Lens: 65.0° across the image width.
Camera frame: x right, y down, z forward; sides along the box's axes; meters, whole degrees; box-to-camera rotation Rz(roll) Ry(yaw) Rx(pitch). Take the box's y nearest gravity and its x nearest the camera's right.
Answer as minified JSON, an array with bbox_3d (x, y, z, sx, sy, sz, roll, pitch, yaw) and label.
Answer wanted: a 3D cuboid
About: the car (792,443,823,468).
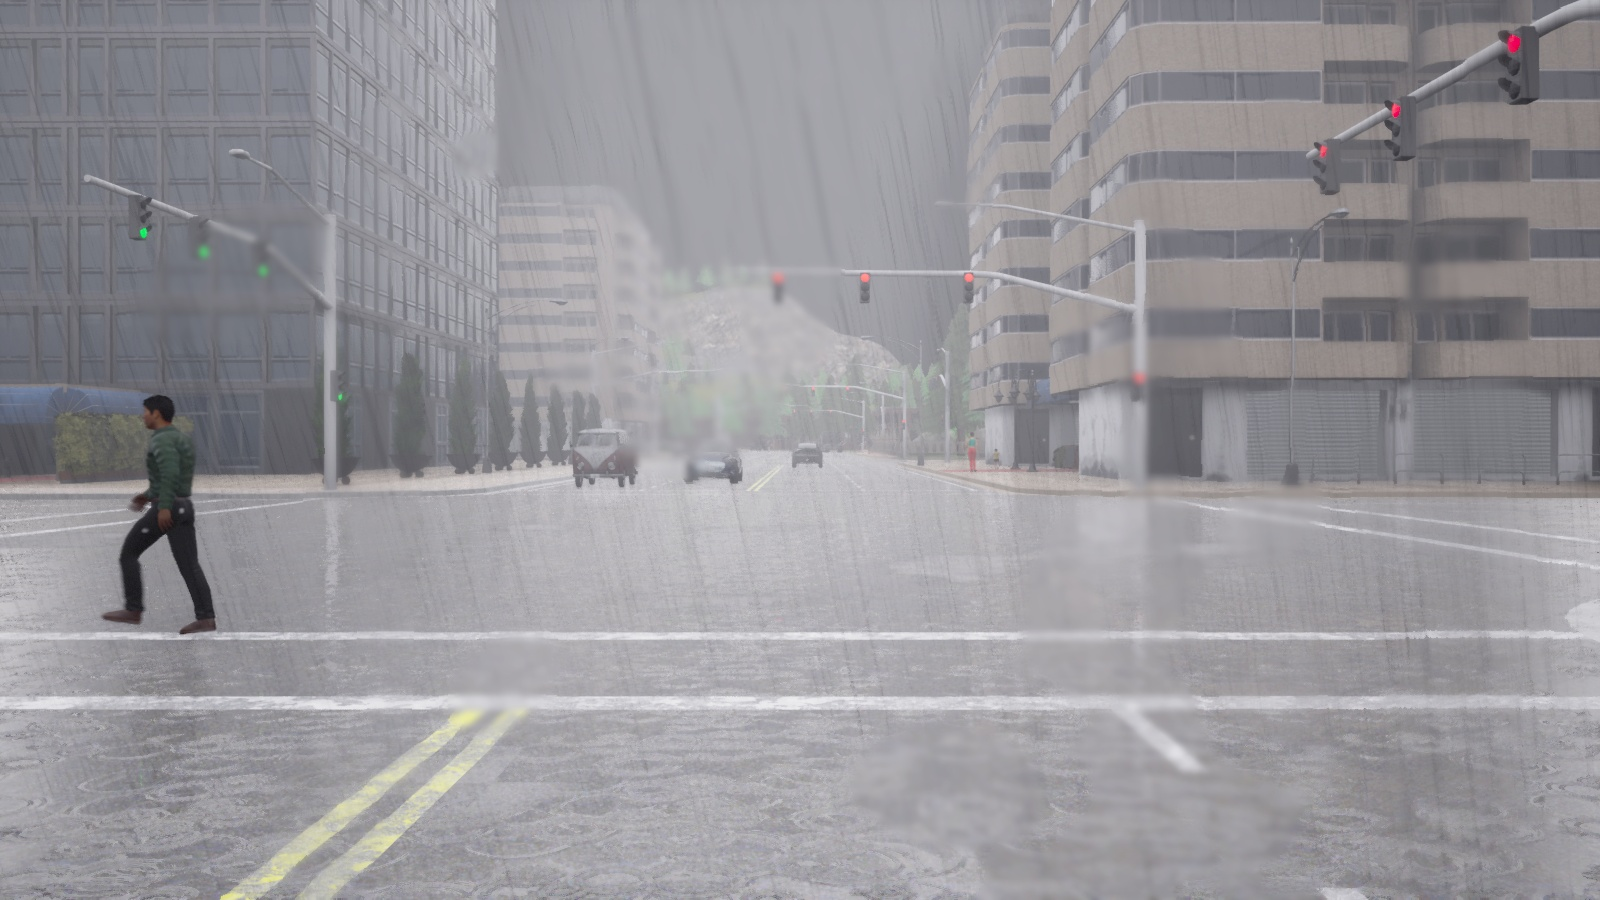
[{"bbox_3d":[0.453,0.319,76.675,1.837,1.490,4.892,0,0,0],"label":"car"}]

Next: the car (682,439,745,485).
[{"bbox_3d":[-3.212,0.405,47.640,2.033,1.649,4.856,0,0,0],"label":"car"}]

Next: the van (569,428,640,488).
[{"bbox_3d":[-6.735,0.248,43.655,1.775,1.987,4.442,0,0,0],"label":"van"}]

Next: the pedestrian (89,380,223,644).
[{"bbox_3d":[-4.848,0.458,9.478,0.788,1.949,0.423,0,0,1],"label":"pedestrian"}]

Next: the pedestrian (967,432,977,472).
[{"bbox_3d":[7.870,0.087,57.457,0.345,1.836,0.594,0,0,-5],"label":"pedestrian"}]
